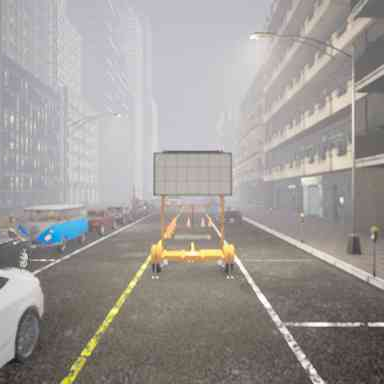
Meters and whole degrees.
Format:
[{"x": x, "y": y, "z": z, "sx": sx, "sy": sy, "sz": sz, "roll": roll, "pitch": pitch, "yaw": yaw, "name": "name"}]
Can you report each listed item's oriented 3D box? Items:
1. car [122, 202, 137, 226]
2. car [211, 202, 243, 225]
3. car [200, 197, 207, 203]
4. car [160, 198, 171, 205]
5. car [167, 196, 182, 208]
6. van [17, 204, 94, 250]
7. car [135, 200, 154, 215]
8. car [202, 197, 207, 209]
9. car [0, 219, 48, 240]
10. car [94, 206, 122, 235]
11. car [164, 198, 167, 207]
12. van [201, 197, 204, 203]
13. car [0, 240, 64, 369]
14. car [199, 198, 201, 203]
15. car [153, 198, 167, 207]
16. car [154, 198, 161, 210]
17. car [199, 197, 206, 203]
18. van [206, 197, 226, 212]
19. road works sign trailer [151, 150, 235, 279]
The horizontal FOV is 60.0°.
[{"x": -5.636, "y": 1.708, "z": 24.943, "sx": 1.947, "sy": 1.339, "sz": 4.313, "roll": 0, "pitch": 0, "yaw": 0, "name": "car"}, {"x": 2.745, "y": 1.693, "z": 24.924, "sx": 2.008, "sy": 1.369, "sz": 4.403, "roll": 0, "pitch": 0, "yaw": 0, "name": "car"}, {"x": 2.887, "y": 2.074, "z": 85.843, "sx": 1.752, "sy": 1.417, "sz": 4.829, "roll": 0, "pitch": 0, "yaw": 0, "name": "car"}, {"x": -5.533, "y": 1.994, "z": 69.125, "sx": 1.947, "sy": 1.339, "sz": 4.313, "roll": 0, "pitch": 0, "yaw": 0, "name": "car"}, {"x": -2.881, "y": 1.549, "z": 53.791, "sx": 2.150, "sy": 2.045, "sz": 5.566, "roll": 0, "pitch": -1, "yaw": 0, "name": "car"}, {"x": -5.663, "y": 1.419, "z": 13.899, "sx": 1.690, "sy": 1.788, "sz": 3.998, "roll": 0, "pitch": 0, "yaw": 0, "name": "van"}, {"x": -5.611, "y": 1.650, "z": 35.990, "sx": 1.967, "sy": 1.590, "sz": 4.097, "roll": 0, "pitch": 0, "yaw": 0, "name": "car"}, {"x": 2.796, "y": 1.826, "z": 47.014, "sx": 1.887, "sy": 1.381, "sz": 4.507, "roll": 0, "pitch": 0, "yaw": 0, "name": "car"}, {"x": -5.675, "y": 1.598, "z": 8.375, "sx": 2.008, "sy": 1.369, "sz": 4.403, "roll": 0, "pitch": 0, "yaw": 0, "name": "car"}, {"x": -5.649, "y": 1.654, "z": 19.421, "sx": 1.887, "sy": 1.381, "sz": 4.507, "roll": 0, "pitch": 0, "yaw": 0, "name": "car"}, {"x": -5.572, "y": 1.869, "z": 52.557, "sx": 2.008, "sy": 1.369, "sz": 4.403, "roll": 0, "pitch": 0, "yaw": 0, "name": "car"}, {"x": 2.809, "y": 1.659, "z": 52.538, "sx": 1.690, "sy": 1.788, "sz": 3.998, "roll": 0, "pitch": 0, "yaw": 0, "name": "van"}, {"x": -3.094, "y": 1.544, "z": 3.202, "sx": 1.812, "sy": 1.442, "sz": 4.674, "roll": 0, "pitch": 0, "yaw": 0, "name": "car"}, {"x": 2.874, "y": 2.073, "z": 80.151, "sx": 1.947, "sy": 1.339, "sz": 4.313, "roll": 0, "pitch": 0, "yaw": 0, "name": "car"}, {"x": -5.559, "y": 1.795, "z": 58.081, "sx": 1.967, "sy": 1.590, "sz": 4.097, "roll": 0, "pitch": 0, "yaw": 0, "name": "car"}, {"x": -5.585, "y": 1.832, "z": 47.034, "sx": 2.008, "sy": 1.369, "sz": 4.403, "roll": 0, "pitch": 0, "yaw": 0, "name": "car"}, {"x": 2.899, "y": 2.115, "z": 91.366, "sx": 1.752, "sy": 1.417, "sz": 4.829, "roll": 0, "pitch": 0, "yaw": 0, "name": "car"}, {"x": 2.770, "y": 1.551, "z": 35.970, "sx": 1.690, "sy": 1.788, "sz": 3.998, "roll": 0, "pitch": 0, "yaw": 0, "name": "van"}, {"x": 0.022, "y": 0.522, "z": 10.266, "sx": 2.380, "sy": 3.560, "sz": 2.880, "roll": 0, "pitch": 0, "yaw": 0, "name": "road works sign trailer"}]
